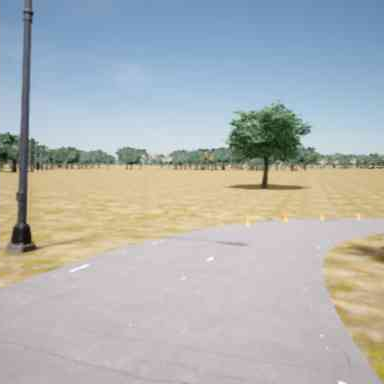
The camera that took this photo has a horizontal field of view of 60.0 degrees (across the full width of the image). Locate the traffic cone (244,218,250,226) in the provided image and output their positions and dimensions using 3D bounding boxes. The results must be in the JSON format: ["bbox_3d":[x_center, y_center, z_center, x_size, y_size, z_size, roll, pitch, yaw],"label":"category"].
[{"bbox_3d":[3.695,1.952,22.029,0.340,0.580,0.340,4,2,38],"label":"traffic cone"}]

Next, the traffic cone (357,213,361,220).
[{"bbox_3d":[16.130,2.359,32.214,0.340,0.580,0.340,2,3,-27],"label":"traffic cone"}]

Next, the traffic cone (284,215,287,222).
[{"bbox_3d":[7.334,2.064,26.019,0.340,0.580,0.340,2,2,-44],"label":"traffic cone"}]
